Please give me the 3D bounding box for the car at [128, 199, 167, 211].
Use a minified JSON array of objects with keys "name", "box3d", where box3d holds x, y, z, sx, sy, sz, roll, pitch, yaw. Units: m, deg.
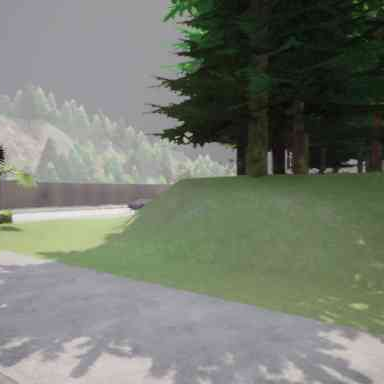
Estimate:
[{"name":"car","box3d":[-4.870,1.434,37.202,1.895,1.301,4.718,0,0,35]}]
